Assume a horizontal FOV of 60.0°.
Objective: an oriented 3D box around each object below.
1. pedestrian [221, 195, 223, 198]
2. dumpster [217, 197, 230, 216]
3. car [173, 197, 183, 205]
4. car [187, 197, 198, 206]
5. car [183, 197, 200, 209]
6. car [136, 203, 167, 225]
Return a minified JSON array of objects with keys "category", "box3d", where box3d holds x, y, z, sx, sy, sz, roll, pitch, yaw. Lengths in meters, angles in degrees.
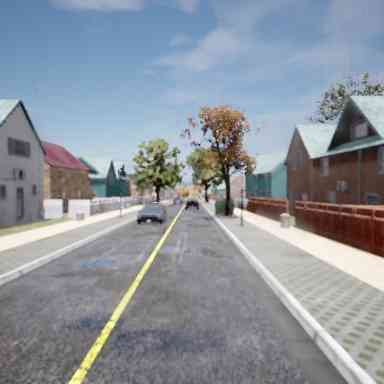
[{"category":"pedestrian","box3d":[3.021,1.173,33.426,0.375,1.860,0.375,-2,1,-1]},{"category":"dumpster","box3d":[3.045,1.423,32.406,1.020,1.700,1.940,2,1,0]},{"category":"car","box3d":[-2.737,1.744,65.822,1.812,1.442,4.674,0,0,0]},{"category":"car","box3d":[0.020,1.648,59.348,1.882,1.535,5.008,0,0,0]},{"category":"car","box3d":[0.067,1.594,45.969,1.837,1.490,4.892,0,0,0]},{"category":"car","box3d":[-2.841,1.550,24.625,2.033,1.411,5.357,0,0,0]}]
